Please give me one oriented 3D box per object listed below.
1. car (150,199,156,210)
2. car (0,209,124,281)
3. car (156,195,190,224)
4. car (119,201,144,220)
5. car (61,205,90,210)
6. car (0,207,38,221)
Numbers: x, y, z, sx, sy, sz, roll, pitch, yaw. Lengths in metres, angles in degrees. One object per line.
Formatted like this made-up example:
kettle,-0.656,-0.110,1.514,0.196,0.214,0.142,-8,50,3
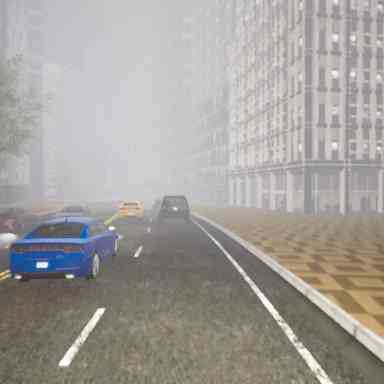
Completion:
car,-4.108,1.537,42.402,1.812,1.442,4.674,0,0,-11
car,-3.473,1.487,9.931,1.882,1.535,5.008,0,0,-3
car,-1.400,1.225,24.799,2.150,2.045,5.566,0,0,-6
car,-5.101,1.496,28.212,1.882,1.535,5.008,0,0,-7
car,-7.710,1.575,21.981,2.033,1.411,5.357,0,0,-5
car,-10.825,1.602,20.108,1.994,1.385,4.181,0,0,-5
